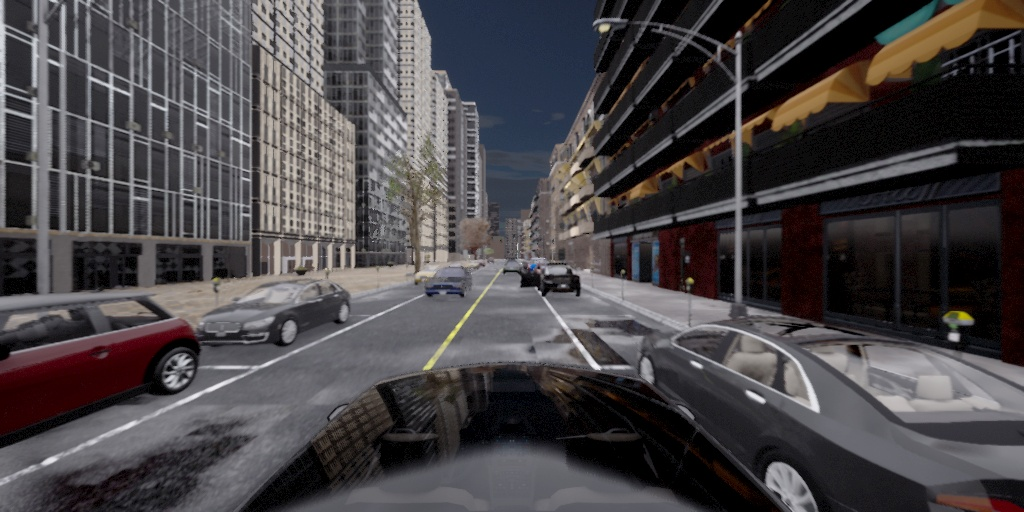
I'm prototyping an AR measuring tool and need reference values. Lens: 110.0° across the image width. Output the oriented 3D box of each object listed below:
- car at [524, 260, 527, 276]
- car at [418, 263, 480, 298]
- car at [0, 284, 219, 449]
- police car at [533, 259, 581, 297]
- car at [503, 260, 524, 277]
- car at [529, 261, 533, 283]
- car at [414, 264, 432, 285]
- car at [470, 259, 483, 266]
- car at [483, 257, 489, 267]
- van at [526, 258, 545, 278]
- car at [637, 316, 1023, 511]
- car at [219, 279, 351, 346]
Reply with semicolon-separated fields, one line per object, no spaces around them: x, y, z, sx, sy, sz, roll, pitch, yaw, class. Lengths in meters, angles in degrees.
2.681;1.167;42.399;1.967;1.591;4.097;0;0;0;car
-3.103;1.282;18.736;2.033;1.411;5.357;0;0;0;car
-5.692;1.187;3.670;1.967;1.591;4.097;0;0;0;car
2.363;1.160;19.047;1.930;1.638;5.238;0;0;0;police car
0.000;1.291;40.134;1.994;1.385;4.181;0;0;1;car
2.683;1.312;31.334;1.802;1.307;4.207;0;0;0;car
-5.696;1.256;25.630;1.751;1.417;4.829;0;0;0;car
-5.701;1.250;53.293;1.751;1.417;4.829;0;0;0;car
-5.703;1.271;64.528;1.888;1.381;4.507;0;0;0;car
2.682;1.069;36.866;1.690;1.789;3.998;0;0;0;van
2.689;1.299;3.671;2.007;1.370;4.403;0;0;0;car
-5.693;1.293;9.202;2.007;1.370;4.403;0;0;0;car
